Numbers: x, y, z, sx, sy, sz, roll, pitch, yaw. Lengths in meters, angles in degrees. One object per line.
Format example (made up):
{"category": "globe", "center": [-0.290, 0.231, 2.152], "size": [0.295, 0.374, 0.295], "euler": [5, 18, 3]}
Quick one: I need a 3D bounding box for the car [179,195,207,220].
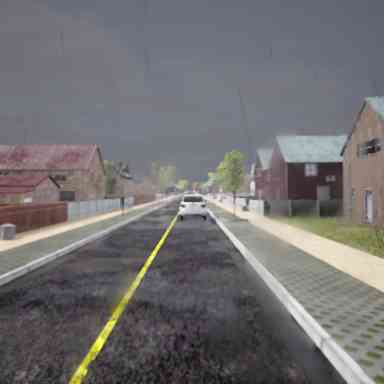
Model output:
{"category": "car", "center": [0.091, 1.218, 28.101], "size": [2.150, 2.045, 5.566], "euler": [0, 0, 0]}

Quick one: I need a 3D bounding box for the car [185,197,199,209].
{"category": "car", "center": [0.028, 1.464, 46.408], "size": [1.882, 1.535, 5.008], "euler": [0, 0, 0]}
